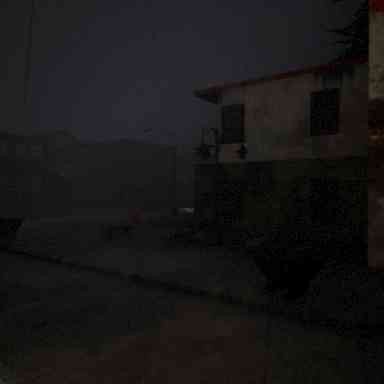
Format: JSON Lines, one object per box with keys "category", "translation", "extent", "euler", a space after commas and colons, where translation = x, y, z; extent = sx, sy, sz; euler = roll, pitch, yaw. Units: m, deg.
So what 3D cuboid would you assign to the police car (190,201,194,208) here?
{"category": "police car", "translation": [1.665, 1.345, 44.238], "extent": [2.038, 1.542, 4.974], "euler": [0, 0, 35]}
